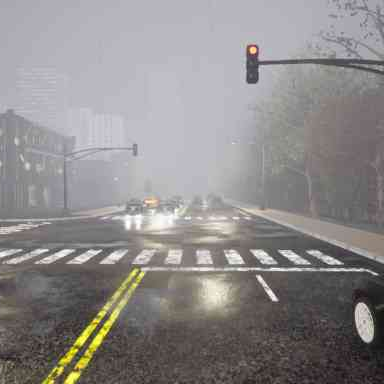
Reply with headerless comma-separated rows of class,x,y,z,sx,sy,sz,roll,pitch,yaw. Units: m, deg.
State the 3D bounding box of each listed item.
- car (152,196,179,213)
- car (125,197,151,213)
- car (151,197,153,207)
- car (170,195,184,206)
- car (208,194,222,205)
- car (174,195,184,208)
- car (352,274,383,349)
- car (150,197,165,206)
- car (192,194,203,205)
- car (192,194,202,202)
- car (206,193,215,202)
car,-2.830,1.481,36.704,2.128,1.511,4.902,0,0,-2
car,-6.046,1.481,36.376,2.128,1.511,4.902,0,0,-1
car,-5.884,1.463,45.889,1.882,1.535,5.008,0,0,1
car,-2.470,1.333,56.503,2.097,1.767,4.553,0,0,1
car,4.237,1.484,58.011,1.837,1.490,4.892,0,0,1
car,-2.630,1.477,46.212,2.128,1.511,4.902,0,0,1
car,3.397,1.477,3.220,1.882,1.535,5.008,0,0,1
car,-5.714,1.544,55.940,1.994,1.385,4.181,0,0,2
car,0.988,1.527,57.980,2.033,1.411,5.357,0,0,1
car,1.179,1.325,77.120,2.097,1.767,4.553,0,0,1
car,4.422,1.195,76.637,2.150,2.045,5.566,0,0,1
